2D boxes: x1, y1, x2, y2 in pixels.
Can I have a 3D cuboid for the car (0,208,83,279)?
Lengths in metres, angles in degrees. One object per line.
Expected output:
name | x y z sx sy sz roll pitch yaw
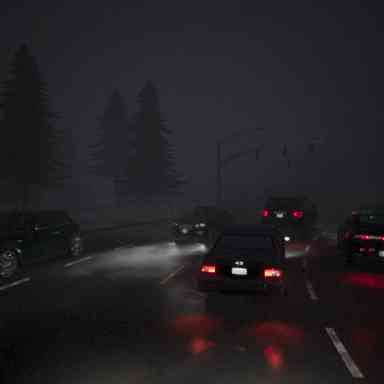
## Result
car | -5.399 1.352 10.229 2.097 1.767 4.553 0 0 16

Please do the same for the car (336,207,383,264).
car | 6.117 1.490 11.385 2.128 1.511 4.902 0 0 20

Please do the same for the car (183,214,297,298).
car | 1.532 1.547 8.734 2.033 1.411 5.357 0 0 15

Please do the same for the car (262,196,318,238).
car | 5.458 1.221 18.188 2.150 2.045 5.566 0 0 28

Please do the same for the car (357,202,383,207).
car | 10.712 1.352 19.519 2.097 1.767 4.553 0 0 34

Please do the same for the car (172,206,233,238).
car | 0.730 1.492 17.156 2.128 1.511 4.902 0 0 26
